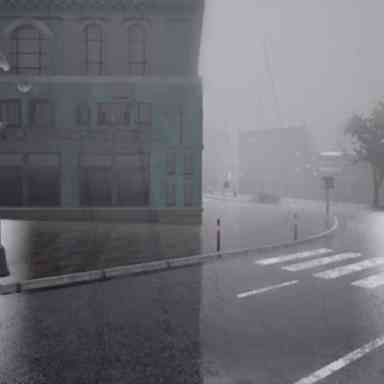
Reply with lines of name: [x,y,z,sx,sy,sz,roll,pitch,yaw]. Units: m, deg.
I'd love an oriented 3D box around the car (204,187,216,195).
car: [3.685,-0.338,69.185,2.231,1.521,4.892,5,2,11]
